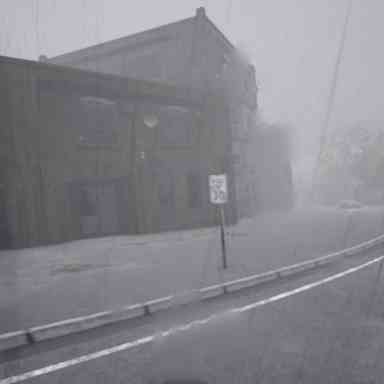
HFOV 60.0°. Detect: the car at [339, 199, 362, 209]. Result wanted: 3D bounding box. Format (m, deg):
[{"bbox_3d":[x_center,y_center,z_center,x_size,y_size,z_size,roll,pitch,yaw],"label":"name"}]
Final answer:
[{"bbox_3d":[25.187,1.935,53.018,1.837,1.490,4.892,-5,-2,1],"label":"car"}]
